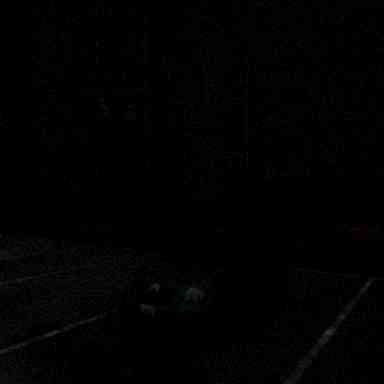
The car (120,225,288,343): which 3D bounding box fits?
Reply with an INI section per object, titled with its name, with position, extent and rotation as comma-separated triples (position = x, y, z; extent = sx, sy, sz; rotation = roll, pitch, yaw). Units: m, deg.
[car]
position = 0.467, 1.535, 6.659
extent = 1.851, 1.617, 3.988
rotation = -1, -1, 35
